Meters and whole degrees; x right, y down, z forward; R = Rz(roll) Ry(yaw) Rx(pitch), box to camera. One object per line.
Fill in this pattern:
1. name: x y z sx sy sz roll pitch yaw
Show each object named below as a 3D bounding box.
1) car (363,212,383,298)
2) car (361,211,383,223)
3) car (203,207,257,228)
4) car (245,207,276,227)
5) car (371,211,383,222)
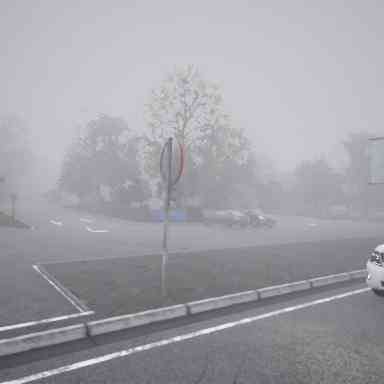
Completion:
1. car: 6.697 1.620 8.421 5.566 2.045 2.150 3 -2 -36
2. car: 25.350 3.396 44.390 2.002 1.452 4.674 3 -2 -35
3. car: 2.914 2.244 28.518 2.002 1.452 4.674 3 -2 -36
4. car: 5.466 2.210 30.407 2.185 1.767 4.553 3 -2 -35
5. car: 28.027 3.494 46.275 2.231 1.521 4.892 3 -2 -35
